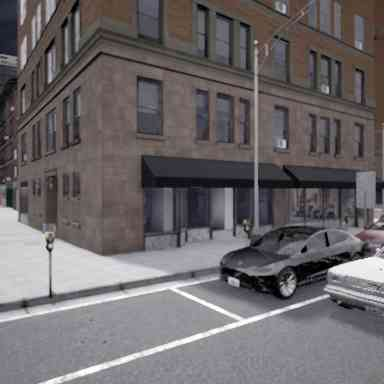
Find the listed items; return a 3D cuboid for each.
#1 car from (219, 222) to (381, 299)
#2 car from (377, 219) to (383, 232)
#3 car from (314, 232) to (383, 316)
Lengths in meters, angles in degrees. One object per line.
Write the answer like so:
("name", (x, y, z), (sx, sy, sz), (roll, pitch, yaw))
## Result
("car", (2.672, 1.563, 8.431), (4.313, 1.339, 1.947), (0, 0, -35))
("car", (7.155, 1.577, 11.621), (4.206, 1.307, 1.802), (0, 0, -35))
("car", (4.722, 1.598, 6.613), (4.718, 1.301, 1.895), (0, 0, -35))
